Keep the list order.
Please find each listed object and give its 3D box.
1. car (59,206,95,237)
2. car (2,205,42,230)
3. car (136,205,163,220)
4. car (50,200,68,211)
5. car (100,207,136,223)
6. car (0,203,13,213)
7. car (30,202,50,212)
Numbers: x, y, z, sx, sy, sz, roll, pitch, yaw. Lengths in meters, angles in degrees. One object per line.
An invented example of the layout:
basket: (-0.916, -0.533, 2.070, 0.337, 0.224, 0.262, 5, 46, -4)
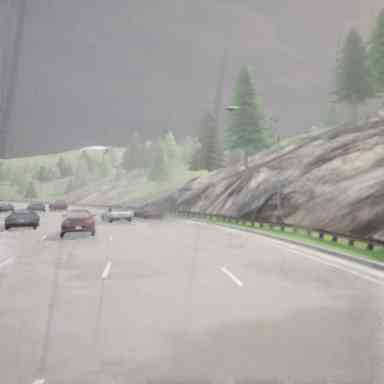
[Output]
car: (-6.826, 1.779, 19.939, 1.812, 1.442, 4.674, 0, -1, -19)
car: (-12.156, 1.906, 23.994, 1.994, 1.385, 4.181, 0, -1, -24)
car: (-4.288, 1.903, 31.857, 1.994, 1.385, 4.181, 0, -1, -27)
car: (-20.870, 2.040, 51.900, 2.097, 1.767, 4.553, 0, 0, -33)
car: (-6.676, 1.936, 29.021, 1.895, 1.301, 4.718, 0, -1, -26)
car: (-27.399, 2.287, 49.100, 1.994, 1.385, 4.181, 0, -1, -33)
car: (-22.422, 2.154, 47.865, 2.128, 1.511, 4.902, 0, -1, -33)
